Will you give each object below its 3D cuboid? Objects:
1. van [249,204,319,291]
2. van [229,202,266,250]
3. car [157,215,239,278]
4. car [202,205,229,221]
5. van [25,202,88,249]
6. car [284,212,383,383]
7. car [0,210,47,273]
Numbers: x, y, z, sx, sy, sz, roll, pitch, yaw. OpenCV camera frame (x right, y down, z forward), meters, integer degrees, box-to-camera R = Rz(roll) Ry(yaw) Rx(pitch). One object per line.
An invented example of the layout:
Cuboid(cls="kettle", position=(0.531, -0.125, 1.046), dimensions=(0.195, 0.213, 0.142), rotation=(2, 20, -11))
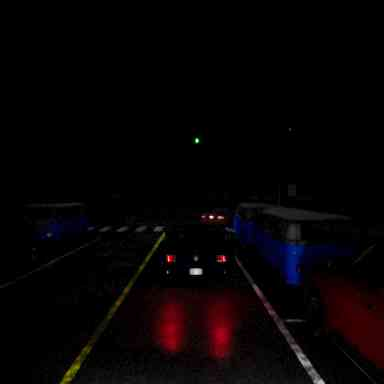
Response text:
Cuboid(cls="van", position=(2.761, 1.350, 8.762), dimensions=(1.690, 1.788, 3.998), rotation=(0, 0, 0))
Cuboid(cls="van", position=(2.762, 1.355, 14.200), dimensions=(1.690, 1.788, 3.998), rotation=(0, 0, 0))
Cuboid(cls="car", position=(0.100, 1.611, 10.147), dimensions=(1.895, 1.301, 4.718), rotation=(0, 0, 0))
Cuboid(cls="car", position=(2.667, 1.595, 22.322), dimensions=(2.033, 1.411, 5.357), rotation=(0, 0, 36))
Cuboid(cls="van", position=(-5.764, 1.355, 14.200), dimensions=(1.690, 1.788, 3.998), rotation=(0, 0, 0))
Cuboid(cls="car", position=(2.761, 1.318, 3.325), dimensions=(2.192, 1.841, 5.009), rotation=(0, 0, 0))
Cuboid(cls="car", position=(-5.764, 1.449, 8.762), dimensions=(1.967, 1.590, 4.097), rotation=(0, 0, 0))
